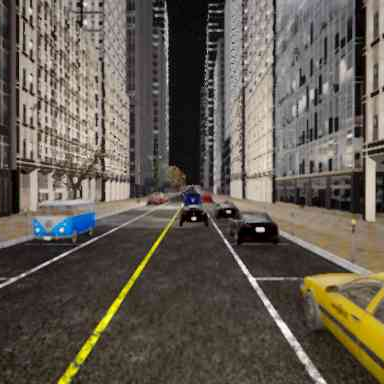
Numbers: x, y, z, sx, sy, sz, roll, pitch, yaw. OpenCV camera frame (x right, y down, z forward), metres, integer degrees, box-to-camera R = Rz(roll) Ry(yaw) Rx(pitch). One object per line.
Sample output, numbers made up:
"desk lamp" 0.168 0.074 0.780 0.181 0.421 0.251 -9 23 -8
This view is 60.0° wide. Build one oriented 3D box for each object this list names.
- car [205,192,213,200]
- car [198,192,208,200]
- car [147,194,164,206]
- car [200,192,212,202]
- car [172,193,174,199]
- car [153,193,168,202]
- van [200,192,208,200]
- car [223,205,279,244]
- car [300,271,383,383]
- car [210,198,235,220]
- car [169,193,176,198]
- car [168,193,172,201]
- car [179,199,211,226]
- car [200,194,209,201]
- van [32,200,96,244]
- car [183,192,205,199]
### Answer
"car" 2.720 1.049 60.747 2.192 1.841 5.009 0 0 0
"car" 2.732 0.924 83.540 2.192 1.841 5.009 0 0 0
"car" -5.667 1.336 49.358 1.887 1.381 4.507 0 0 0
"car" 2.723 1.019 66.445 2.192 1.841 5.009 0 0 0
"car" -5.654 1.113 72.151 1.967 1.590 4.097 0 0 0
"car" -5.664 1.078 55.056 2.192 1.841 5.009 0 0 0
"van" 2.729 0.982 77.841 1.690 1.788 3.998 0 0 0
"car" 2.695 1.507 15.162 1.947 1.339 4.313 0 0 0
"car" 2.689 1.510 3.935 1.752 1.417 4.829 0 0 0
"car" 2.701 1.460 26.558 1.947 1.339 4.313 0 0 0
"car" -5.641 1.068 94.775 1.752 1.417 4.829 0 0 0
"car" -5.657 1.144 66.453 1.967 1.590 4.097 0 0 0
"car" 0.119 1.438 22.383 1.812 1.442 4.674 0 0 0
"car" 2.727 1.197 72.315 1.752 1.417 4.829 0 0 0
"van" -5.687 1.283 15.169 1.690 1.788 3.998 0 0 0
"car" 0.124 1.059 40.121 2.150 2.045 5.566 0 1 0
